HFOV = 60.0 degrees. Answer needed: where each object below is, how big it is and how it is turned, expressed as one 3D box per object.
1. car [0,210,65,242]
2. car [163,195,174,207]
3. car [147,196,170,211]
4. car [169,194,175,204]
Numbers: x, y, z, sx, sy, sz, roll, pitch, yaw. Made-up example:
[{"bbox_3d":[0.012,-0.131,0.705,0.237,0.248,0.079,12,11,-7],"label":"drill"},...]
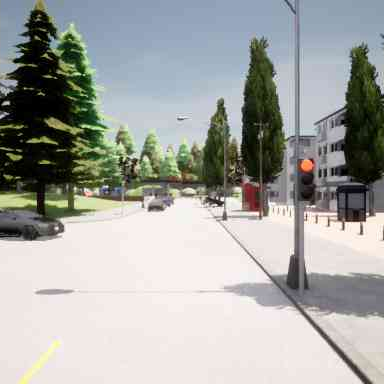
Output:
[{"bbox_3d":[-8.414,1.564,16.198,4.181,1.385,1.994,0,0,10],"label":"car"},{"bbox_3d":[-4.174,1.564,50.061,1.994,1.385,4.181,0,0,0],"label":"car"},{"bbox_3d":[-4.171,1.547,40.123,2.033,1.411,5.357,0,0,0],"label":"car"},{"bbox_3d":[-4.146,1.505,60.053,1.837,1.490,4.892,0,0,0],"label":"car"}]
